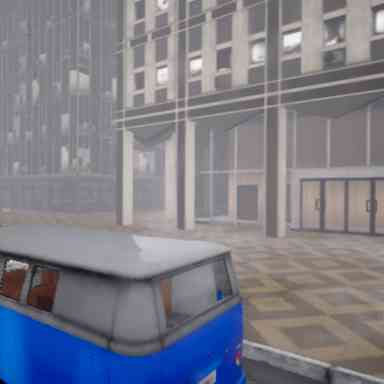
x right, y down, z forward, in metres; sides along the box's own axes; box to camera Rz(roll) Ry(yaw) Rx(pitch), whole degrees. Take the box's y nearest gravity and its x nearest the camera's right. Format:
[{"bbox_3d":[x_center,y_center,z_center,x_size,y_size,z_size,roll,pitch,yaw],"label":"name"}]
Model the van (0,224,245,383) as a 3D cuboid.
[{"bbox_3d":[-1.378,1.346,3.851,3.998,1.788,1.690,0,0,36],"label":"van"}]
